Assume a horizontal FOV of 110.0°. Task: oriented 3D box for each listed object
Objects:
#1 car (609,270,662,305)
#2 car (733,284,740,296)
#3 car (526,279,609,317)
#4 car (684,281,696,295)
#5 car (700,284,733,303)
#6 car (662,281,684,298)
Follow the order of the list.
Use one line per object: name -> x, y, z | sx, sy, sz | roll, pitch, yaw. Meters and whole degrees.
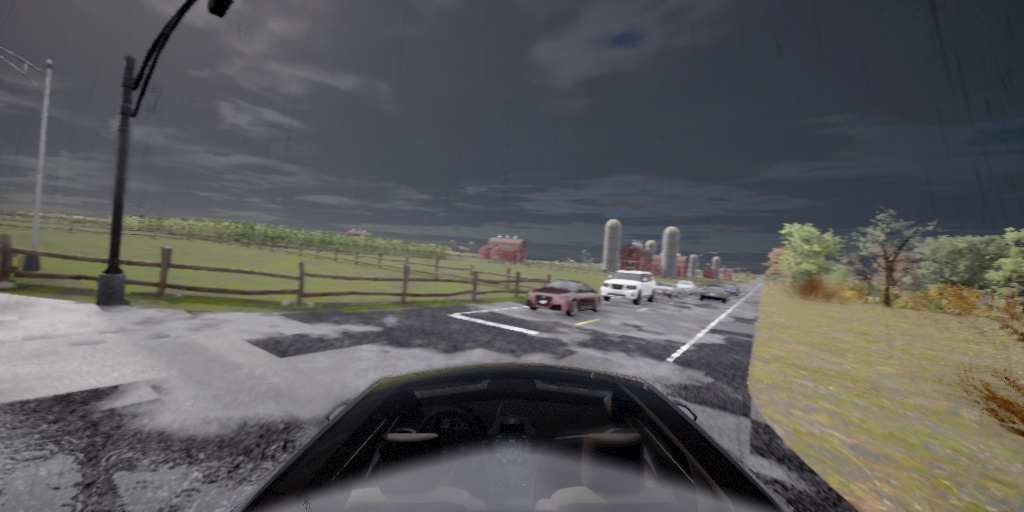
car -> 7.731, 1.956, 23.369 | 2.150, 2.045, 5.566 | 4, -1, 35
car -> 27.827, 4.292, 45.736 | 2.033, 1.411, 5.357 | 4, -1, 35
car -> 2.376, 1.737, 15.742 | 1.994, 1.385, 4.181 | 4, -1, 35
car -> 19.209, 3.468, 39.733 | 1.812, 1.442, 4.674 | 4, -1, 35
car -> 17.661, 3.238, 31.159 | 1.994, 1.385, 4.181 | 4, -1, 35
car -> 13.341, 2.927, 31.418 | 1.895, 1.301, 4.718 | 4, -1, 35
